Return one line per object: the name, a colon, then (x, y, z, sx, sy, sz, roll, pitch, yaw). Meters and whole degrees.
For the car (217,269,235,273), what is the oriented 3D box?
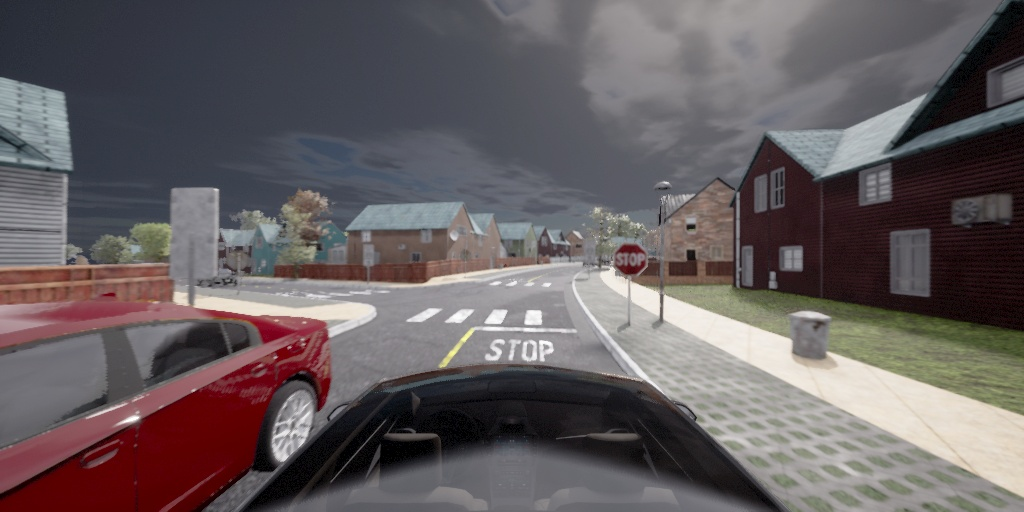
car: (-23.264, 1.724, 28.457, 4.181, 1.385, 1.994, -1, -2, 36)

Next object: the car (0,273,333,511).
car: (-2.814, 1.017, 1.637, 1.882, 1.535, 5.008, 1, 0, 1)

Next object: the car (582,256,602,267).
car: (13.239, 1.002, 60.588, 2.128, 1.511, 4.902, 0, 0, 25)
